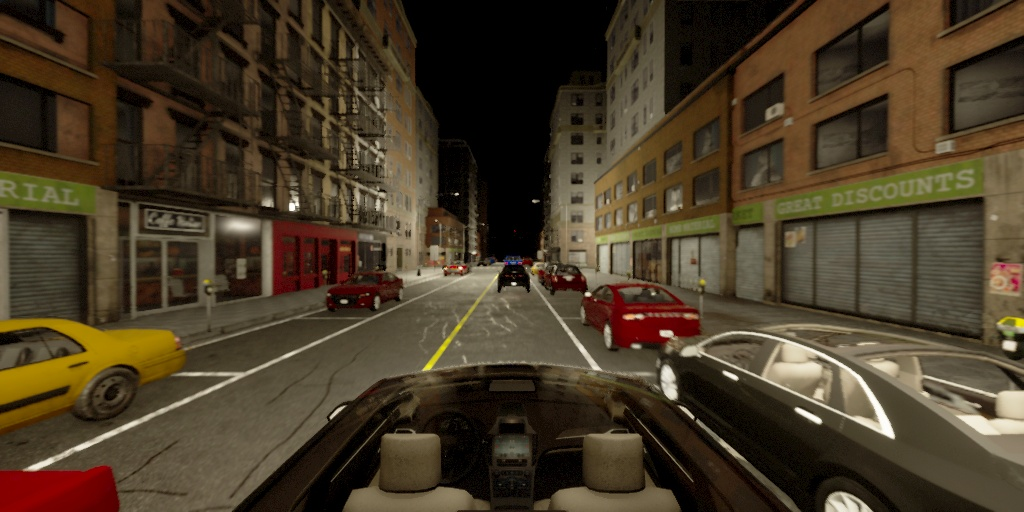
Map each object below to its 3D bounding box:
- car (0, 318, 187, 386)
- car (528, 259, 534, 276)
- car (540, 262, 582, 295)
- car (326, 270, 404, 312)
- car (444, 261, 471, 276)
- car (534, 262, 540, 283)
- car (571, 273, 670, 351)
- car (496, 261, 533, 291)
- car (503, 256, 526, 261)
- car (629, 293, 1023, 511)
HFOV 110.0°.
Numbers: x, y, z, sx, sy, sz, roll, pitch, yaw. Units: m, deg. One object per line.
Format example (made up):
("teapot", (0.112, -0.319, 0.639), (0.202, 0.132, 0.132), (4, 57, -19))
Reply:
("car", (-5.669, 1.275, 3.190), (1.751, 1.417, 4.829), (0, 0, 0))
("car", (2.862, 1.292, 36.510), (1.751, 1.417, 4.829), (0, 0, 0))
("car", (2.859, 1.193, 19.849), (1.967, 1.591, 4.097), (0, 0, 0))
("car", (-5.667, 1.296, 14.354), (1.888, 1.381, 4.507), (0, 0, 0))
("car", (-5.663, 1.206, 36.340), (1.967, 1.591, 4.097), (0, 0, 0))
("car", (2.860, 1.195, 25.346), (1.967, 1.591, 4.097), (0, 0, 0))
("car", (2.857, 1.295, 8.855), (1.888, 1.381, 4.507), (0, 0, 0))
("car", (0.103, 1.258, 21.714), (1.837, 1.490, 4.892), (0, 0, 0))
("car", (0.113, 0.991, 41.003), (2.150, 2.045, 5.566), (0, -1, 0))
("car", (2.856, 1.300, 3.359), (2.007, 1.370, 4.403), (0, 0, 0))
